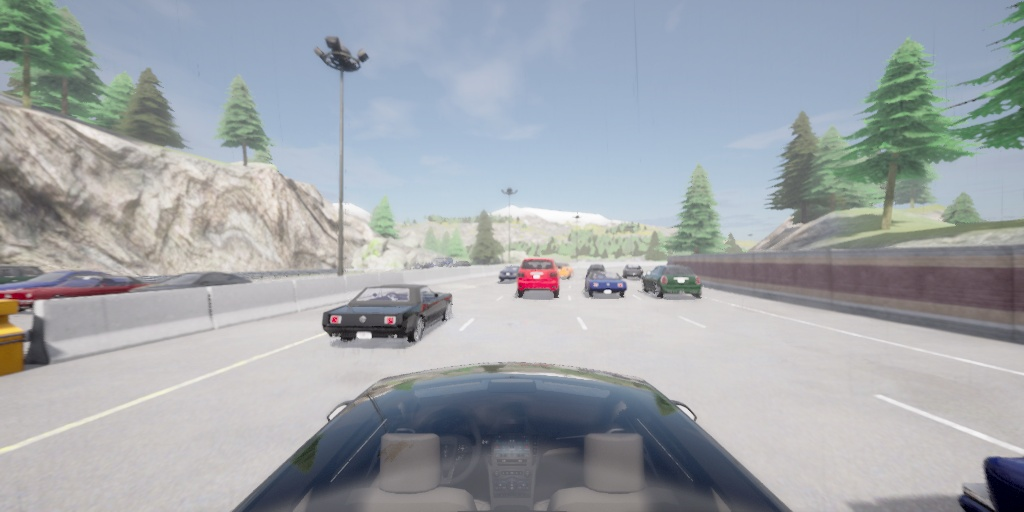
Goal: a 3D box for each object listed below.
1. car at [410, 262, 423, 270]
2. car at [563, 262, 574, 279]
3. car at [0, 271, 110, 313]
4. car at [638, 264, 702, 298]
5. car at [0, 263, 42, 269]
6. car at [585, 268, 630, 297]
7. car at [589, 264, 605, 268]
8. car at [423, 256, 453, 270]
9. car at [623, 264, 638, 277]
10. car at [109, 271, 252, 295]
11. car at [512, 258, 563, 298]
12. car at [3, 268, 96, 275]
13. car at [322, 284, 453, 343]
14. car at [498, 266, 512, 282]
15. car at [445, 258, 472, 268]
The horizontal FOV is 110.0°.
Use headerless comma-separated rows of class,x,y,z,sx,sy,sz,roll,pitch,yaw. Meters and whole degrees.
car,-14.280,1.666,57.053,2.128,1.511,4.902,0,-1,20
car,5.191,1.423,37.034,2.097,1.767,4.553,0,-1,15
car,-16.883,1.443,14.345,1.895,1.301,4.718,0,-1,5
car,8.656,1.275,19.812,2.097,1.767,4.553,0,0,8
car,-23.723,1.200,15.877,2.097,1.767,4.553,0,-1,6
car,5.137,1.522,20.194,1.895,1.301,4.718,0,-1,8
car,8.851,1.582,37.162,1.837,1.490,4.892,0,0,16
car,-11.010,1.059,55.809,2.150,2.045,5.566,0,-1,20
car,12.293,1.566,36.470,2.128,1.511,4.902,0,-1,16
car,-13.270,1.379,15.145,1.812,1.442,4.674,0,-1,6
car,1.599,1.138,20.162,2.150,2.045,5.566,0,-1,8
car,-20.185,1.381,16.277,1.812,1.442,4.674,0,-1,6
car,-3.014,1.420,9.904,1.895,1.301,4.718,0,-1,4
car,0.232,1.567,31.914,2.033,1.411,5.357,0,-1,13
car,-7.720,1.430,54.612,1.837,1.490,4.892,0,-1,20
